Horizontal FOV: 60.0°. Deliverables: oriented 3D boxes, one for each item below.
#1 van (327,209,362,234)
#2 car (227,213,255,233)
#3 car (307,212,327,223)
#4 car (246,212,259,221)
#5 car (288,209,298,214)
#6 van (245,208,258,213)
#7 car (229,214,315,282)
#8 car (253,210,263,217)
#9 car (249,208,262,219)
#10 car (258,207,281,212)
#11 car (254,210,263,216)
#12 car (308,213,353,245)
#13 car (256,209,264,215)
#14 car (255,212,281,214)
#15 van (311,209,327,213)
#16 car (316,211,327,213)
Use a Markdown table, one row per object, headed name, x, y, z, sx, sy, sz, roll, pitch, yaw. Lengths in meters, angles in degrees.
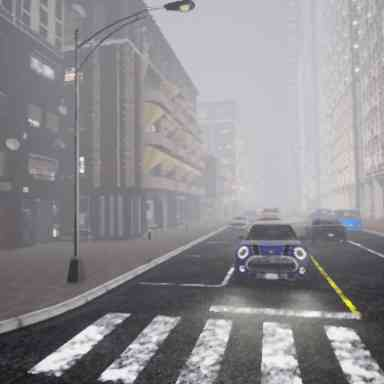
| name | x | y | z | sx | sy | sz | roll | pitch | yaw |
| --- | --- | --- | --- | --- | --- | --- | --- | --- | --- |
| van | 12.268 | 2.330 | 26.587 | 1.690 | 1.788 | 3.998 | -1 | -3 | 13 |
| car | 4.110 | 2.753 | 28.471 | 2.008 | 1.369 | 4.403 | -1 | -3 | 13 |
| car | 16.113 | 3.243 | 43.067 | 1.947 | 1.339 | 4.313 | -1 | -3 | 13 |
| car | 9.234 | 3.703 | 50.456 | 1.802 | 1.307 | 4.206 | -1 | -3 | 13 |
| car | 25.080 | 4.881 | 81.542 | 1.802 | 1.307 | 4.206 | -1 | -3 | 13 |
| van | 7.949 | 3.232 | 44.970 | 1.690 | 1.788 | 3.998 | -1 | -3 | 13 |
| car | 2.717 | 1.799 | 11.271 | 2.097 | 1.767 | 4.553 | -2 | -3 | 14 |
| car | 14.357 | 4.613 | 72.443 | 1.947 | 1.339 | 4.313 | -1 | -3 | 13 |
| car | 11.791 | 3.899 | 61.461 | 2.192 | 1.841 | 5.009 | -1 | -3 | 13 |
| car | 9.414 | 2.851 | 39.684 | 2.150 | 2.045 | 5.566 | -2 | -3 | 13 |
| car | 15.638 | 4.830 | 77.940 | 2.008 | 1.369 | 4.403 | -1 | -3 | 13 |
| car | 7.960 | 2.243 | 20.093 | 1.882 | 1.535 | 5.008 | -1 | -3 | 14 |
| car | 18.161 | 5.265 | 88.769 | 1.752 | 1.417 | 4.829 | -1 | -3 | 13 |
| car | 5.339 | 2.383 | 22.343 | 1.882 | 1.535 | 5.008 | -1 | -3 | 13 |
| van | 14.830 | 2.789 | 37.581 | 1.690 | 1.788 | 3.998 | -1 | -3 | 13 |
| car | 13.552 | 2.769 | 32.074 | 2.008 | 1.369 | 4.403 | -1 | -3 | 13 |
